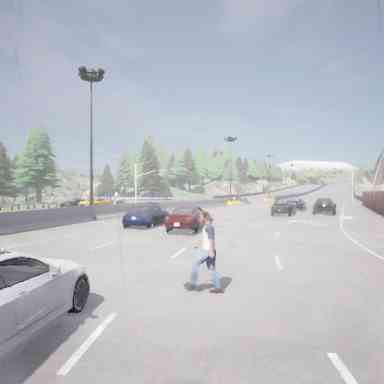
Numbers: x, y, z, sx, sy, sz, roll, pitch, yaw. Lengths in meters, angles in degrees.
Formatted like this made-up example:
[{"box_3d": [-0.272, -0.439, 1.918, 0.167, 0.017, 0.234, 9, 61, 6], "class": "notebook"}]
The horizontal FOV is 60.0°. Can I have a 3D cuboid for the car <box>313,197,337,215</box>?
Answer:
[{"box_3d": [13.852, 1.352, 34.582, 2.097, 1.767, 4.553, 0, 0, 25], "class": "car"}]

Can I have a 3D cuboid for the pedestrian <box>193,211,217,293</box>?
[{"box_3d": [0.294, 1.294, 7.385, 0.375, 1.860, 0.375, 0, 0, 7], "class": "pedestrian"}]

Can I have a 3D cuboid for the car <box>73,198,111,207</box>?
[{"box_3d": [-12.834, 1.512, 43.866, 1.882, 1.535, 5.008, 0, 0, 25], "class": "car"}]

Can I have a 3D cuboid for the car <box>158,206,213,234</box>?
[{"box_3d": [-0.106, 1.525, 19.430, 1.812, 1.442, 4.674, 0, 0, 17], "class": "car"}]

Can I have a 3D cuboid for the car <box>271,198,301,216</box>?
[{"box_3d": [8.938, 1.491, 32.268, 2.128, 1.511, 4.902, 0, 0, 25], "class": "car"}]

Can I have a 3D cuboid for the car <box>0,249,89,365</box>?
[{"box_3d": [-3.060, 1.526, 4.686, 1.812, 1.442, 4.674, 0, 0, 4], "class": "car"}]

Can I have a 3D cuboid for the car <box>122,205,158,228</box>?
[{"box_3d": [-2.900, 1.564, 22.102, 1.994, 1.385, 4.181, 0, 0, 18], "class": "car"}]

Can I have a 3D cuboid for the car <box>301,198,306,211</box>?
[{"box_3d": [12.919, 1.492, 41.015, 2.128, 1.511, 4.902, 0, 0, 25], "class": "car"}]

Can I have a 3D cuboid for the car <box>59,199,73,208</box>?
[{"box_3d": [-16.011, 1.565, 45.334, 1.994, 1.385, 4.181, 0, 0, 25], "class": "car"}]
